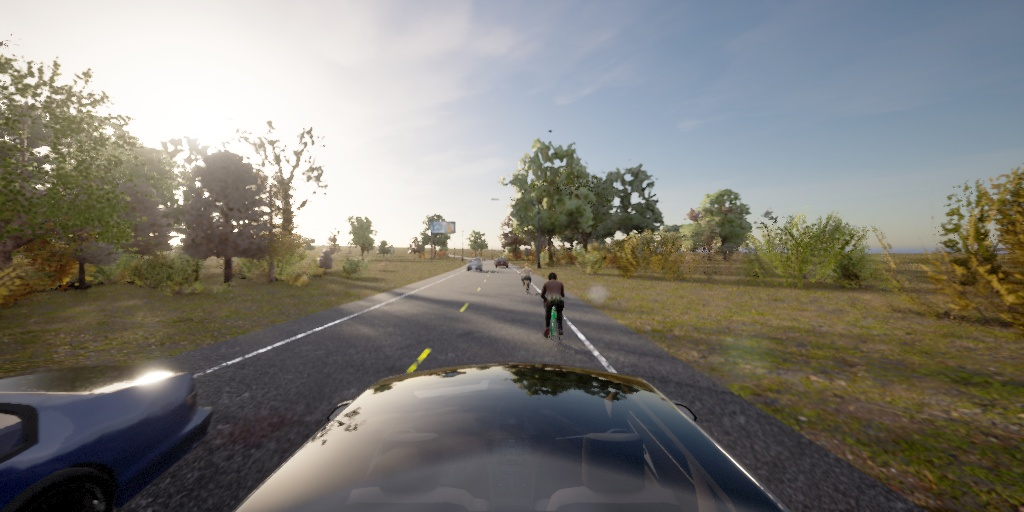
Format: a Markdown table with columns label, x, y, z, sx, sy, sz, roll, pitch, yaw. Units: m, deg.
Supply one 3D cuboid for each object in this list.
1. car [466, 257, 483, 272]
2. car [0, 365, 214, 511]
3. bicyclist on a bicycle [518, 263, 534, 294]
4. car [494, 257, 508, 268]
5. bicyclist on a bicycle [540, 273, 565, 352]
| label | x | y | z | sx | sy | sz | roll | pitch | yaw |
| --- | --- | --- | --- | --- | --- | --- | --- | --- | --- |
| car | -4.607 | 1.204 | 44.570 | 2.128 | 1.511 | 4.902 | 0 | 0 | -3 |
| car | -3.607 | 1.298 | 0.802 | 2.033 | 1.411 | 5.357 | 0 | 0 | 0 |
| bicyclist on a bicycle | 0.776 | 1.176 | 19.022 | 0.866 | 1.612 | 1.509 | 0 | 0 | -1 |
| car | -1.791 | 1.036 | 61.088 | 2.097 | 1.767 | 4.553 | 0 | 0 | -3 |
| bicyclist on a bicycle | 0.920 | 1.200 | 7.975 | 0.582 | 1.620 | 1.656 | 0 | 0 | 0 |
